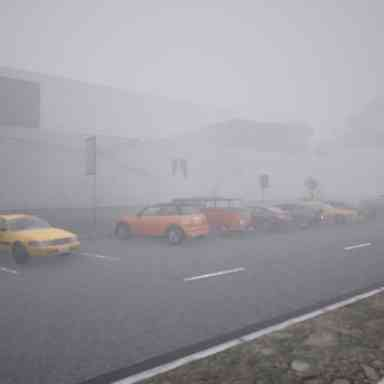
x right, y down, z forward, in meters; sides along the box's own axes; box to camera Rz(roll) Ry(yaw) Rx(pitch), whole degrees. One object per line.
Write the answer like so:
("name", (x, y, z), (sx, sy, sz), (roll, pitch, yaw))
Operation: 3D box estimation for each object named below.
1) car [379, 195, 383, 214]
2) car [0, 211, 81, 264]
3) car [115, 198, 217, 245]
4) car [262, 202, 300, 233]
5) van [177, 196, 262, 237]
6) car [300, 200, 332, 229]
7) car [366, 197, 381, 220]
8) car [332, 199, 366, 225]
("car", (15.512, 1.236, 27.648), (4.674, 1.452, 2.002), (-1, 0, 35))
("car", (-6.219, 1.480, 11.971), (5.366, 1.575, 1.946), (-1, -1, 35))
("car", (-1.490, 1.326, 15.517), (4.553, 1.767, 2.185), (-1, 0, 35))
("car", (3.354, 1.442, 18.992), (4.674, 1.452, 2.002), (-1, 0, 35))
("van", (1.021, 1.204, 17.209), (4.442, 1.987, 1.878), (-1, -1, 35))
("car", (5.757, 1.403, 20.741), (4.792, 1.488, 2.163), (-1, 0, 35))
("car", (10.673, 1.322, 24.175), (4.792, 1.488, 2.163), (-1, -1, 35))
("car", (8.372, 1.328, 22.359), (5.366, 1.575, 1.946), (-1, -1, 35))
